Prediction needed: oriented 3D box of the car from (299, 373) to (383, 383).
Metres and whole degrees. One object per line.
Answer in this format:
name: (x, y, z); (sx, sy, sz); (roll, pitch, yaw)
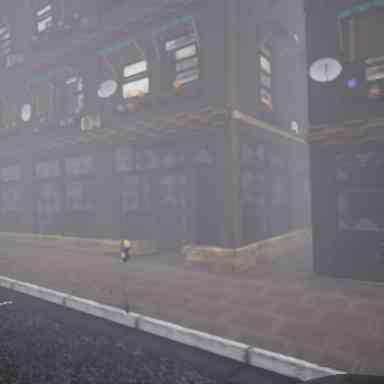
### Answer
car: (2.298, 1.538, 1.134); (4.403, 1.369, 2.008); (0, -2, 35)
